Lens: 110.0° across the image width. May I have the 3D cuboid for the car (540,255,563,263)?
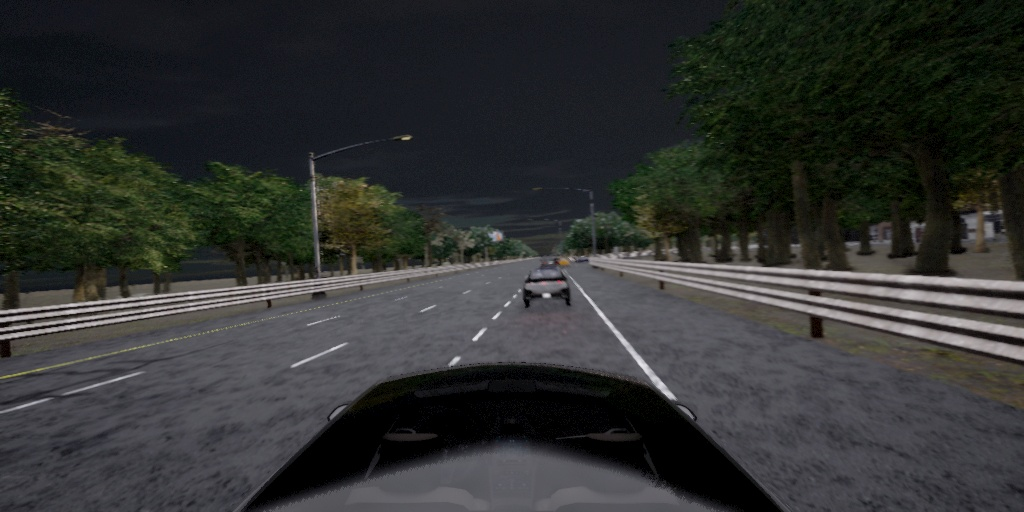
[{"bbox_3d":[4.564,0.919,42.393,2.150,2.045,5.566,-4,0,7],"label":"car"}]

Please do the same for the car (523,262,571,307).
[{"bbox_3d":[1.522,1.224,15.516,2.128,1.511,4.902,-4,0,6],"label":"car"}]

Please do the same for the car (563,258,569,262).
[{"bbox_3d":[8.496,1.032,60.857,1.882,1.535,5.008,-4,0,18],"label":"car"}]
